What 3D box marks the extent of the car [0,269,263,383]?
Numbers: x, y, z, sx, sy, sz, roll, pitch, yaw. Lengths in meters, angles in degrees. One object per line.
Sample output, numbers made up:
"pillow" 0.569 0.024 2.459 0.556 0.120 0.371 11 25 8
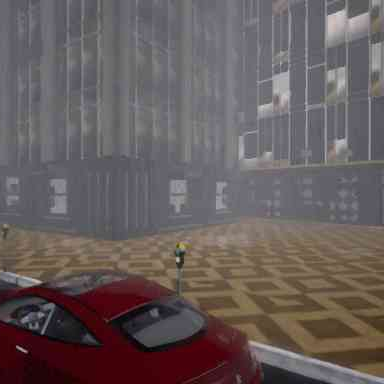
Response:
"car" -1.290 1.580 3.793 4.206 1.307 1.802 0 0 35
